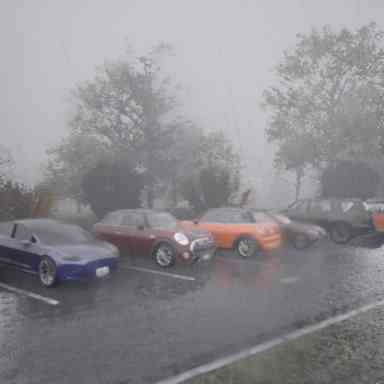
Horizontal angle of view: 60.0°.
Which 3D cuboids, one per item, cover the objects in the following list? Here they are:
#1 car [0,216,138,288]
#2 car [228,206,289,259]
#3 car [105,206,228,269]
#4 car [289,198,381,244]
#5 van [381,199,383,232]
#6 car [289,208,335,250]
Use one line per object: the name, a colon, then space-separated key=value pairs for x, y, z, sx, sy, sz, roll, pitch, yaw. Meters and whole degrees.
car: x=-4.112 y=1.526 z=9.384 sx=4.792 sy=1.488 sz=2.163 roll=-1 pitch=-1 yaw=35
car: x=1.096 y=1.411 z=13.036 sx=4.553 sy=1.767 sz=2.185 roll=-1 pitch=-1 yaw=35
car: x=-1.386 y=1.393 z=11.367 sx=4.553 sy=1.767 sz=2.185 roll=-1 pitch=-1 yaw=35
car: x=5.917 y=1.324 z=16.498 sx=5.566 sy=2.045 sz=2.435 roll=-1 pitch=-1 yaw=35
van: x=8.474 y=1.367 z=18.131 sx=4.442 sy=1.987 sz=1.878 roll=-1 pitch=-1 yaw=35
car: x=3.508 y=1.596 z=14.771 sx=4.674 sy=1.452 sz=2.002 roll=-1 pitch=-1 yaw=35
